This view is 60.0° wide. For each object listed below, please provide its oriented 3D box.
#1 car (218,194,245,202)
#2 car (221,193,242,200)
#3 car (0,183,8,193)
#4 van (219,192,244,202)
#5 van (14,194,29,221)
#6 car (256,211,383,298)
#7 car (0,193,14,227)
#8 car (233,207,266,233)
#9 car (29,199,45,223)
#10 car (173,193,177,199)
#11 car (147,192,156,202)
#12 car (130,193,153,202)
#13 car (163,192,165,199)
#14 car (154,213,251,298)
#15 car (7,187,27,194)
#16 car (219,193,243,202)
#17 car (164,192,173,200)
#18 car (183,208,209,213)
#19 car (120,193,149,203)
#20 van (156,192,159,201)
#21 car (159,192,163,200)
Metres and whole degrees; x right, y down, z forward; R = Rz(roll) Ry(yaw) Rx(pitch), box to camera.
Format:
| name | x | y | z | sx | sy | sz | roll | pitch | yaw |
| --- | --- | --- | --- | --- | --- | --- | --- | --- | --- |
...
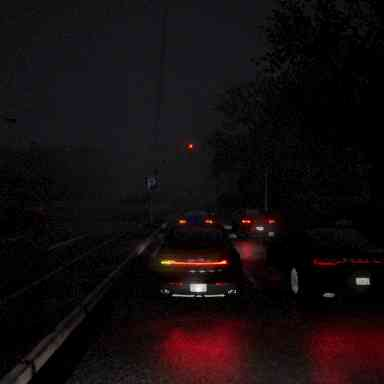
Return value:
| name | x | y | z | sx | sy | sz | roll | pitch | yaw |
| --- | --- | --- | --- | --- | --- | --- | --- | --- | --- |
| car | 8.504 | 1.264 | 71.227 | 5.366 | 1.575 | 1.946 | 1 | 0 | -13 |
| car | 9.809 | 1.129 | 82.927 | 4.553 | 1.767 | 2.185 | 1 | 0 | -12 |
| car | -30.934 | -0.426 | 53.767 | 2.435 | 2.045 | 5.566 | 6 | -3 | -19 |
| van | 7.558 | 1.042 | 65.268 | 4.442 | 1.987 | 1.878 | 1 | 0 | -14 |
| van | -13.513 | 1.297 | 21.979 | 4.442 | 1.987 | 1.878 | -1 | 0 | -19 |
| car | 3.140 | 1.488 | 8.573 | 1.882 | 1.535 | 5.008 | 0 | 0 | 0 |
| car | -13.643 | 1.267 | 18.943 | 5.566 | 2.045 | 2.435 | -1 | 0 | -19 |
| car | 3.235 | 1.550 | 17.913 | 1.812 | 1.442 | 4.674 | 0 | 0 | 1 |
| car | -13.525 | 1.403 | 24.957 | 4.553 | 1.767 | 2.185 | -1 | 0 | -19 |
| car | -7.623 | 1.064 | 89.679 | 5.566 | 2.045 | 2.435 | -1 | 0 | -12 |
| car | -10.522 | 1.315 | 65.743 | 5.366 | 1.575 | 1.946 | -1 | 0 | -14 |
| car | -10.416 | 1.196 | 68.694 | 4.553 | 1.767 | 2.185 | -1 | 0 | -14 |
| car | -9.311 | 1.359 | 77.696 | 4.674 | 1.452 | 2.002 | -1 | 0 | -13 |
| car | 0.139 | 1.515 | 8.536 | 1.837 | 1.490 | 4.892 | 0 | 0 | 0 |
| car | -27.940 | 0.137 | 53.694 | 2.002 | 1.452 | 4.674 | 6 | -3 | -19 |
| car | 7.955 | 1.141 | 68.236 | 4.553 | 1.767 | 2.185 | 1 | 0 | -13 |
| car | -8.086 | 1.357 | 86.675 | 4.674 | 1.452 | 2.002 | -1 | 0 | -12 |
| car | 0.216 | 1.551 | 17.660 | 1.812 | 1.442 | 4.674 | 0 | 0 | 1 |
| car | -11.180 | 1.358 | 62.754 | 4.792 | 1.488 | 2.163 | -1 | 0 | -15 |
| van | -9.938 | 1.093 | 71.732 | 4.442 | 1.987 | 1.878 | -1 | 0 | -14 |
| car | -9.697 | 1.321 | 74.703 | 4.892 | 1.521 | 2.231 | -1 | 0 | -13 |
